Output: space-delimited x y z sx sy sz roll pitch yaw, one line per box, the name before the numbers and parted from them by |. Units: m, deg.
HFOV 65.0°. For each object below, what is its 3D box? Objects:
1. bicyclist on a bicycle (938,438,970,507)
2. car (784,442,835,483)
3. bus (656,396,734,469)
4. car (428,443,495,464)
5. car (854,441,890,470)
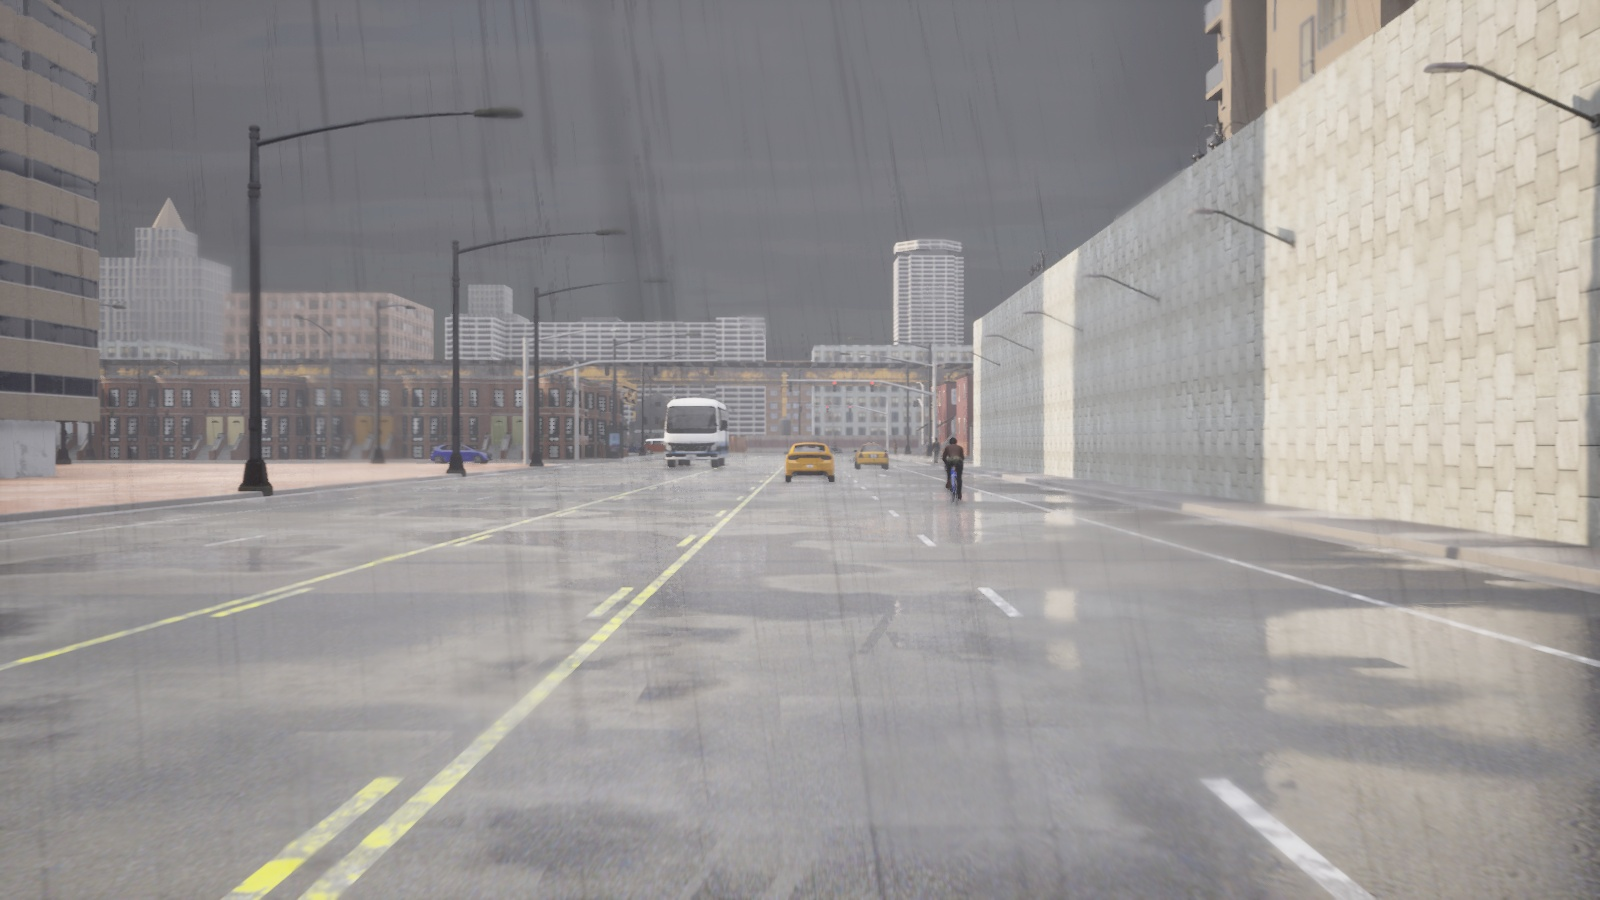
bicyclist on a bicycle | 3.733 0.530 30.535 0.582 1.620 1.656 0 0 1
car | 0.374 0.445 49.560 1.882 1.535 5.008 0 0 0
bus | -6.421 -1.077 78.391 3.944 4.253 10.273 0 0 0
car | -23.686 0.246 87.890 4.193 1.474 1.816 0 0 0
car | 4.027 0.288 71.106 1.801 1.575 5.366 0 0 0
